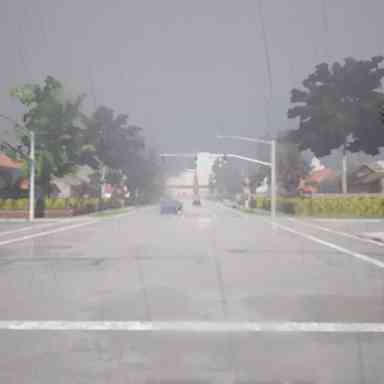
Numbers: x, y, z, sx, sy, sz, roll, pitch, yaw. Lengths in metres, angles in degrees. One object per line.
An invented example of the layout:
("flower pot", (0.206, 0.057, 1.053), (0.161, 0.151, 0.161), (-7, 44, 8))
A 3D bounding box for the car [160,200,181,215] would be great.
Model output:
("car", (-2.800, 2.003, 41.239), (1.882, 1.535, 5.008), (0, -1, 0))

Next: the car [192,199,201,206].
("car", (1.094, 2.480, 77.042), (1.837, 1.490, 4.892), (0, -1, 0))

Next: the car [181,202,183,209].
("car", (-2.718, 1.996, 50.593), (2.097, 1.767, 4.553), (0, -1, 1))

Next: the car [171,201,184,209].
("car", (-2.599, 2.323, 60.923), (2.033, 1.411, 5.357), (0, -1, 1))

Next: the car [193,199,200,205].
("car", (1.179, 2.626, 87.438), (1.812, 1.442, 4.674), (0, -1, 0))
